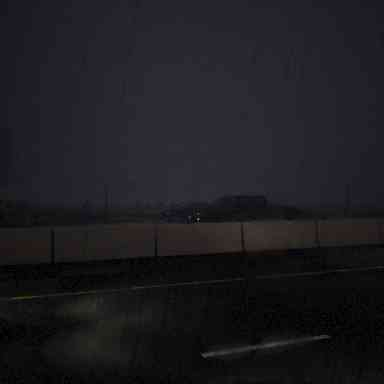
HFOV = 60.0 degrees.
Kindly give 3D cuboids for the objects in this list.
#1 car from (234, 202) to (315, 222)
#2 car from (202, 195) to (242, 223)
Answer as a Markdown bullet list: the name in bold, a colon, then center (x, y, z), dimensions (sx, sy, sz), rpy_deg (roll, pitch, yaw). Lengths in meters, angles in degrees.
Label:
- **car**: center (4.610, 1.512, 18.915), dimensions (4.902, 1.511, 2.128), rpy_deg (0, 0, -17)
- **car**: center (2.533, 1.238, 21.930), dimensions (5.566, 2.045, 2.150), rpy_deg (0, 0, -17)
